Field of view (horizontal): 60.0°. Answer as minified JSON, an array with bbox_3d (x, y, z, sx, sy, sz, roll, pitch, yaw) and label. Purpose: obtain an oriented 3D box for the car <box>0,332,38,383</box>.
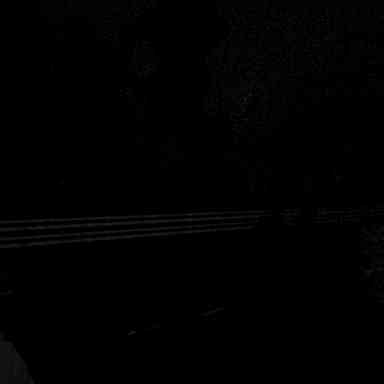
[{"bbox_3d":[-3.198,1.592,1.458,4.718,1.301,1.895,0,0,-36],"label":"car"}]
